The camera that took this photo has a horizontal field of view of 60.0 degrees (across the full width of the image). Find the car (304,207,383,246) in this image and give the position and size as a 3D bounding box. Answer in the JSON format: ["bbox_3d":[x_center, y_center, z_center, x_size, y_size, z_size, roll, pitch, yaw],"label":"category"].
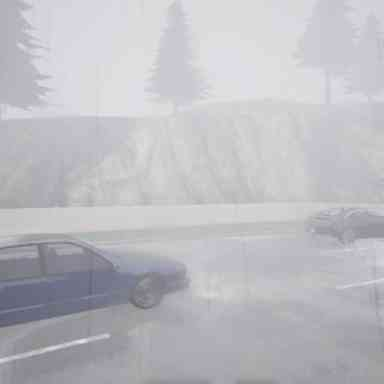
[{"bbox_3d":[7.353,1.416,14.709,4.902,1.511,2.128,0,0,-19],"label":"car"}]

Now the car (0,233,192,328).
[{"bbox_3d":[-2.671,1.484,5.996,5.357,1.411,2.033,0,0,-33],"label":"car"}]
